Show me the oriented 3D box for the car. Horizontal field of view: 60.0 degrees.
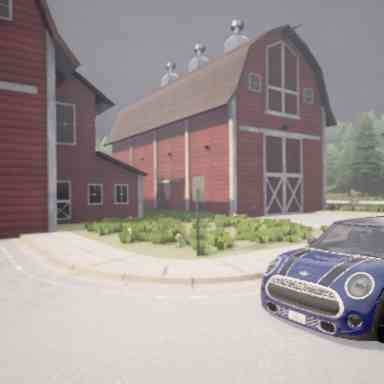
[{"bbox_3d":[3.448,1.314,6.450,4.553,1.767,2.097,-1,0,-35],"label":"car"}]
